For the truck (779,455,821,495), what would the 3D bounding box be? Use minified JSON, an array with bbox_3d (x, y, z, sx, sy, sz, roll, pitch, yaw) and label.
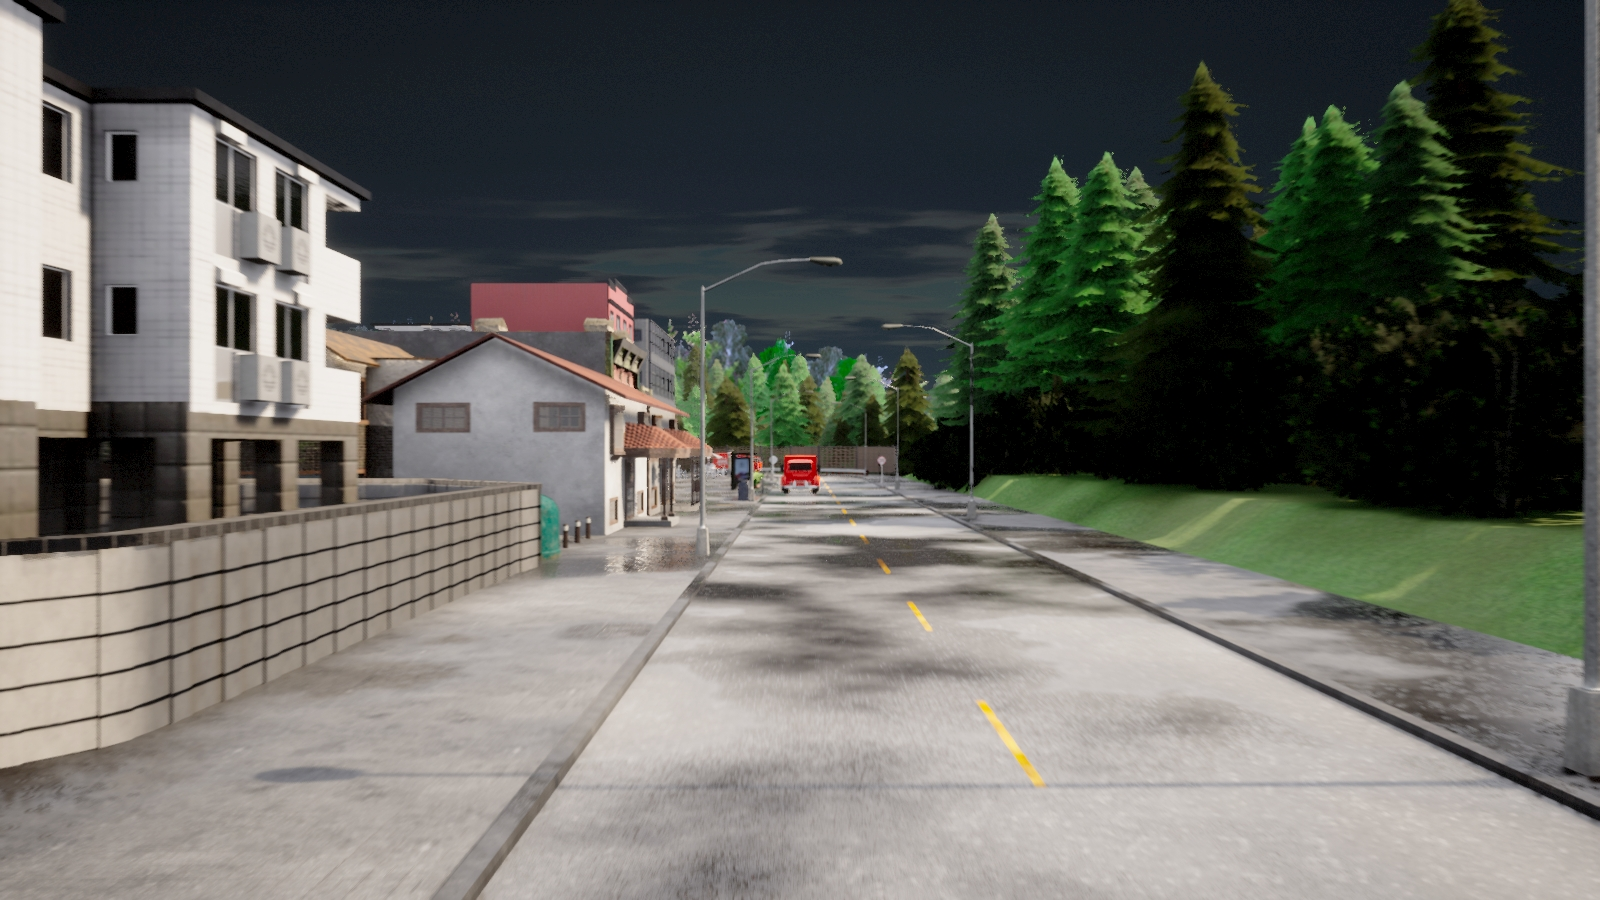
[{"bbox_3d":[0.026,1.570,74.056,2.627,2.467,5.204,0,0,0],"label":"truck"}]
